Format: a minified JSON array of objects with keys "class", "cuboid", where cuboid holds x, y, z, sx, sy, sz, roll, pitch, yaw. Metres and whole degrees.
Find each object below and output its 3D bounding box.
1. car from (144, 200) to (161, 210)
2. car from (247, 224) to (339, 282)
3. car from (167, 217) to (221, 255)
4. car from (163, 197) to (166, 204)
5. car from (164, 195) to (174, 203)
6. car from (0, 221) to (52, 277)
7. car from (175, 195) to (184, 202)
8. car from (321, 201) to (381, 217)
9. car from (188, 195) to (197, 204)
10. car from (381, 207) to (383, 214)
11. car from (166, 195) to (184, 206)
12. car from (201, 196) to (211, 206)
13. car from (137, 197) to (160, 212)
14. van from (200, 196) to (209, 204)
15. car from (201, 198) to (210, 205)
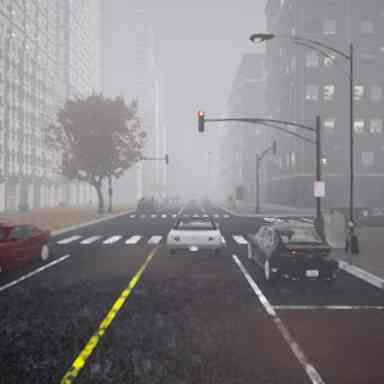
[{"class":"car","cuboid":[-5.614,1.808,47.565,1.947,1.339,4.313,0,0,0]},{"class":"car","cuboid":[2.703,1.595,9.640,2.008,1.369,4.403,0,0,0]},{"class":"car","cuboid":[0.206,1.665,13.642,1.895,1.301,4.718,0,0,3]},{"class":"car","cuboid":[-5.568,1.967,75.179,1.947,1.339,4.313,0,0,0]},{"class":"car","cuboid":[-5.559,1.750,80.702,2.192,1.841,5.009,0,0,0]},{"class":"car","cuboid":[-5.677,1.590,9.654,1.887,1.381,4.507,0,0,0]},{"class":"car","cuboid":[-2.874,1.518,75.534,1.837,1.490,4.892,0,0,0]},{"class":"car","cuboid":[13.472,1.481,29.029,4.403,1.369,2.008,-1,1,0]},{"class":"car","cuboid":[0.117,1.909,71.354,2.033,1.411,5.357,0,0,0]},{"class":"car","cuboid":[18.869,1.381,29.074,4.829,1.417,1.752,-1,1,0]},{"class":"car","cuboid":[-2.959,1.662,59.833,2.097,1.767,4.553,0,0,1]},{"class":"car","cuboid":[2.795,1.900,64.118,1.947,1.339,4.313,0,0,0]},{"class":"car","cuboid":[-5.623,1.526,42.043,2.192,1.841,5.009,0,0,0]},{"class":"van","cuboid":[2.813,1.742,75.166,1.690,1.788,3.998,0,0,0]},{"class":"car","cuboid":[2.804,1.893,69.811,1.752,1.417,4.829,0,0,0]}]
